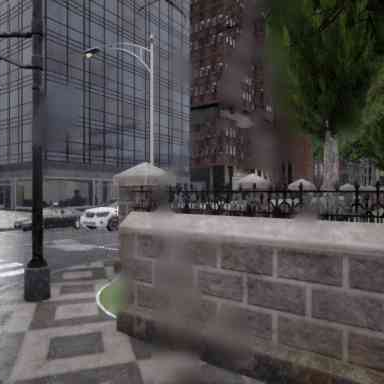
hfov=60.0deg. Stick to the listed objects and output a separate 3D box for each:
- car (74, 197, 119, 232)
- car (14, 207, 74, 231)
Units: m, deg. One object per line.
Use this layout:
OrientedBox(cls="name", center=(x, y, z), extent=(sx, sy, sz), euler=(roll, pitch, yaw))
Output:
OrientedBox(cls="car", center=(-4.323, 1.322, 21.337), extent=(2.150, 2.045, 5.566), euler=(0, 0, 36))
OrientedBox(cls="car", center=(-8.425, 1.631, 20.205), extent=(2.008, 1.369, 4.403), euler=(0, -1, 36))
